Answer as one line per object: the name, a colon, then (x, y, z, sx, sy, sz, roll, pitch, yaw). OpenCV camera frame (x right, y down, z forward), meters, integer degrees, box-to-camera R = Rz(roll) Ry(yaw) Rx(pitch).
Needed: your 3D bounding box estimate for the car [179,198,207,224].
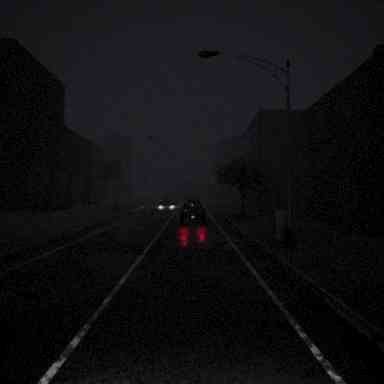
car: (0.067, 1.447, 24.662, 2.128, 1.511, 4.902, 0, 0, 0)

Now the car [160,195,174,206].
car: (-3.632, 1.127, 48.747, 1.882, 1.535, 5.008, 0, 1, 0)

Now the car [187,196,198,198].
car: (0.041, 1.257, 42.883, 1.837, 1.490, 4.892, 0, 1, 0)
